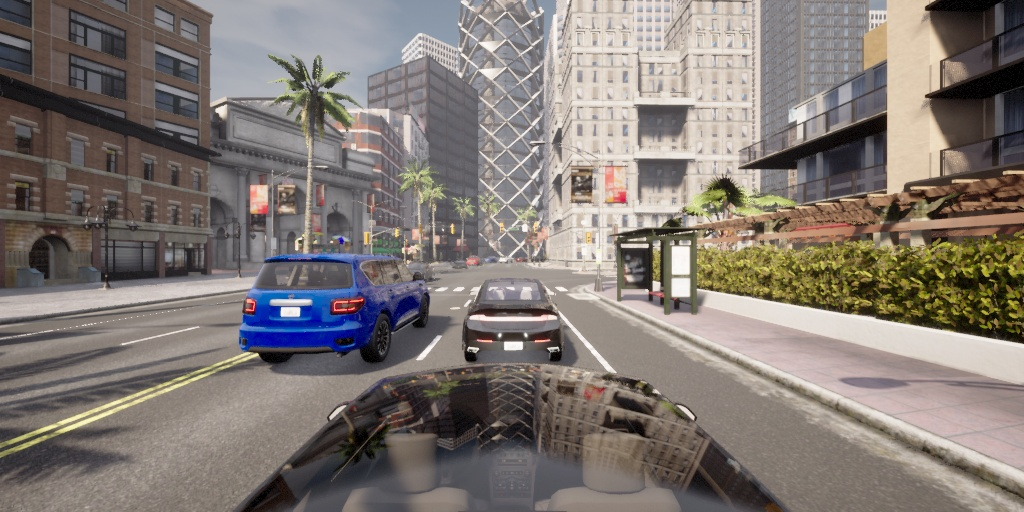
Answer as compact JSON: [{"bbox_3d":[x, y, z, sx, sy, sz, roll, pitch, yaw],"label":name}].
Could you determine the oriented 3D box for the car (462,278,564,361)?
[{"bbox_3d":[0.013,1.242,8.228,2.128,1.511,4.902,0,0,0],"label":"car"}]

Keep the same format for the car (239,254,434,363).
[{"bbox_3d":[-3.489,0.971,8.313,2.150,2.045,5.566,0,0,0],"label":"car"}]

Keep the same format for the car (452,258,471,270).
[{"bbox_3d":[-7.633,1.314,53.028,1.994,1.385,4.181,0,0,-1],"label":"car"}]

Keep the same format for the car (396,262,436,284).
[{"bbox_3d":[-7.365,1.255,27.898,1.837,1.490,4.892,0,0,-1],"label":"car"}]
